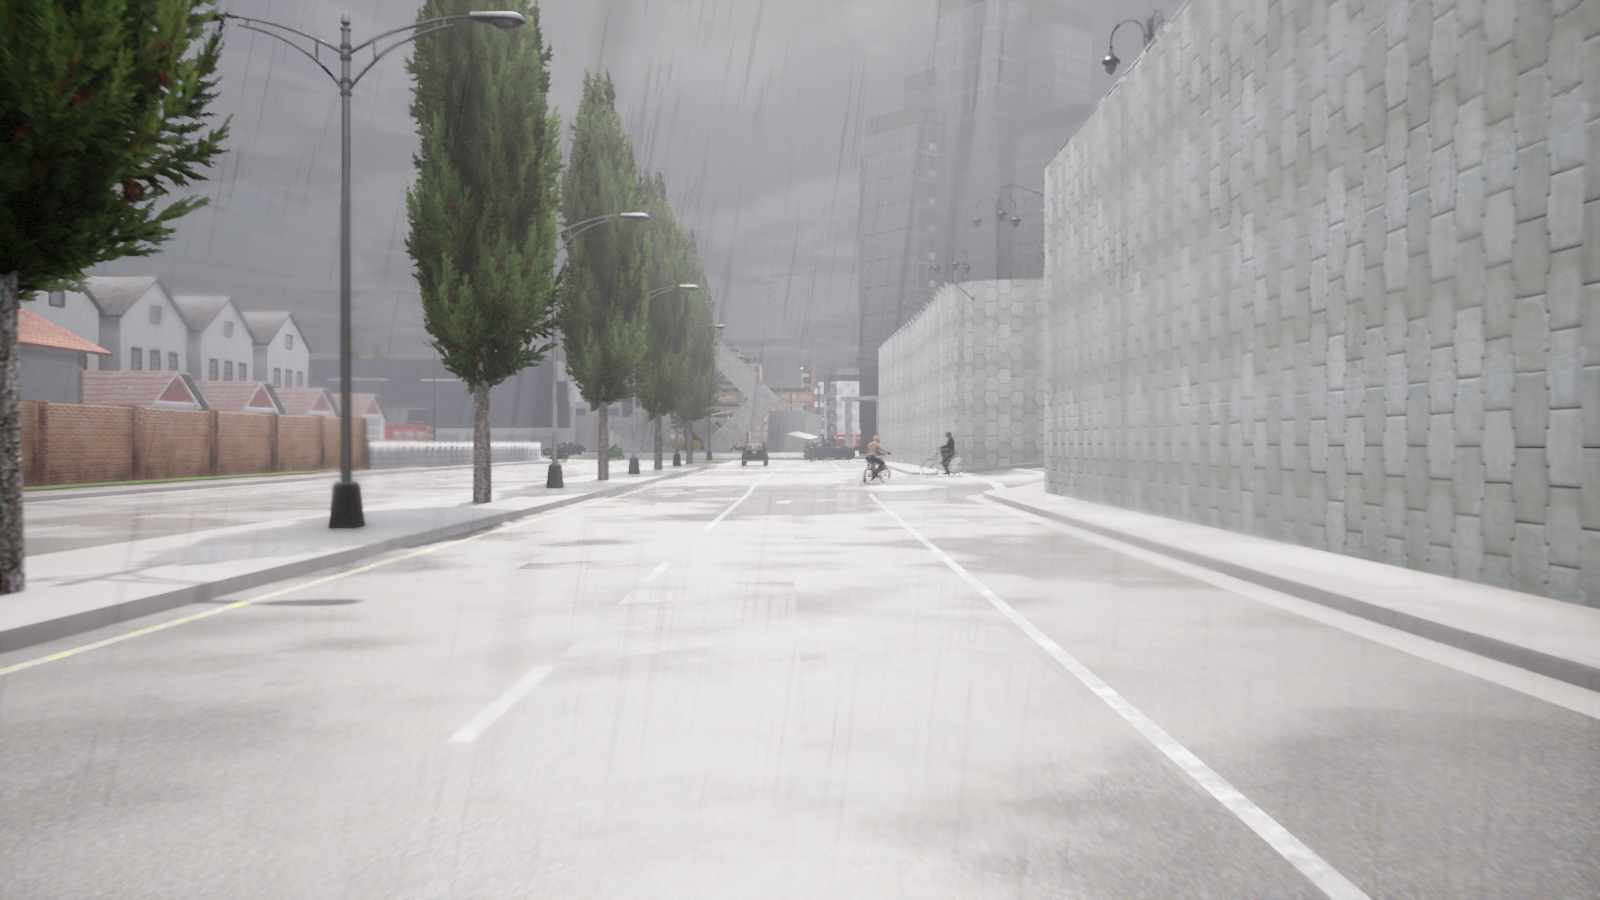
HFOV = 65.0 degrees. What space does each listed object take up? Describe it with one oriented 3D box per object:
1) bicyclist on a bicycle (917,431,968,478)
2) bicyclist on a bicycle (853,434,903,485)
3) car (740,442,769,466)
[{"bbox_3d":[5.497,0.170,48.470,1.843,1.776,0.659,-1,-2,20],"label":"bicyclist on a bicycle"},{"bbox_3d":[2.586,0.307,41.465,0.866,1.612,1.509,3,2,39],"label":"bicyclist on a bicycle"},{"bbox_3d":[-2.980,0.253,83.333,1.789,1.549,3.705,0,0,0],"label":"car"}]
